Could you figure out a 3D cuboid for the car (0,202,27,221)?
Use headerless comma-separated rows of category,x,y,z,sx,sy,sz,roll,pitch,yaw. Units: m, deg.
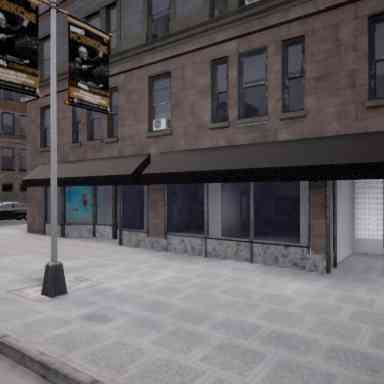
car,-14.158,1.545,25.258,1.837,1.490,4.892,0,0,37
